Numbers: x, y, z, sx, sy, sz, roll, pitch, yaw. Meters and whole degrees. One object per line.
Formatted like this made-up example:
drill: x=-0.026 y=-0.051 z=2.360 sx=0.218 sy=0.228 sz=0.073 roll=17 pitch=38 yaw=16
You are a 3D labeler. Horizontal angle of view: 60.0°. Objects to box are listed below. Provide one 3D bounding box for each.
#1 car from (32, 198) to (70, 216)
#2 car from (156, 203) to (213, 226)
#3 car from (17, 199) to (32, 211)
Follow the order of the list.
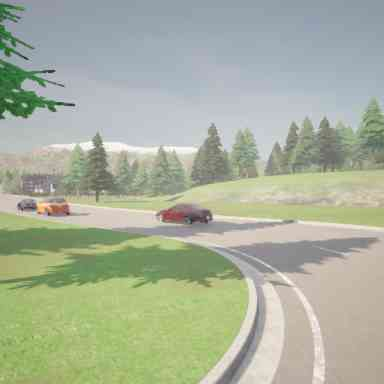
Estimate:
car: x=-13.812 y=1.354 z=32.884 sx=2.097 sy=1.767 sz=4.553 roll=0 pitch=0 yaw=-40
car: x=-0.578 y=1.526 z=23.712 sx=4.674 sy=1.442 sz=1.812 roll=0 pitch=0 yaw=44
car: x=-19.924 y=1.547 z=40.348 sx=2.033 sy=1.411 sz=5.357 roll=0 pitch=0 yaw=-34
